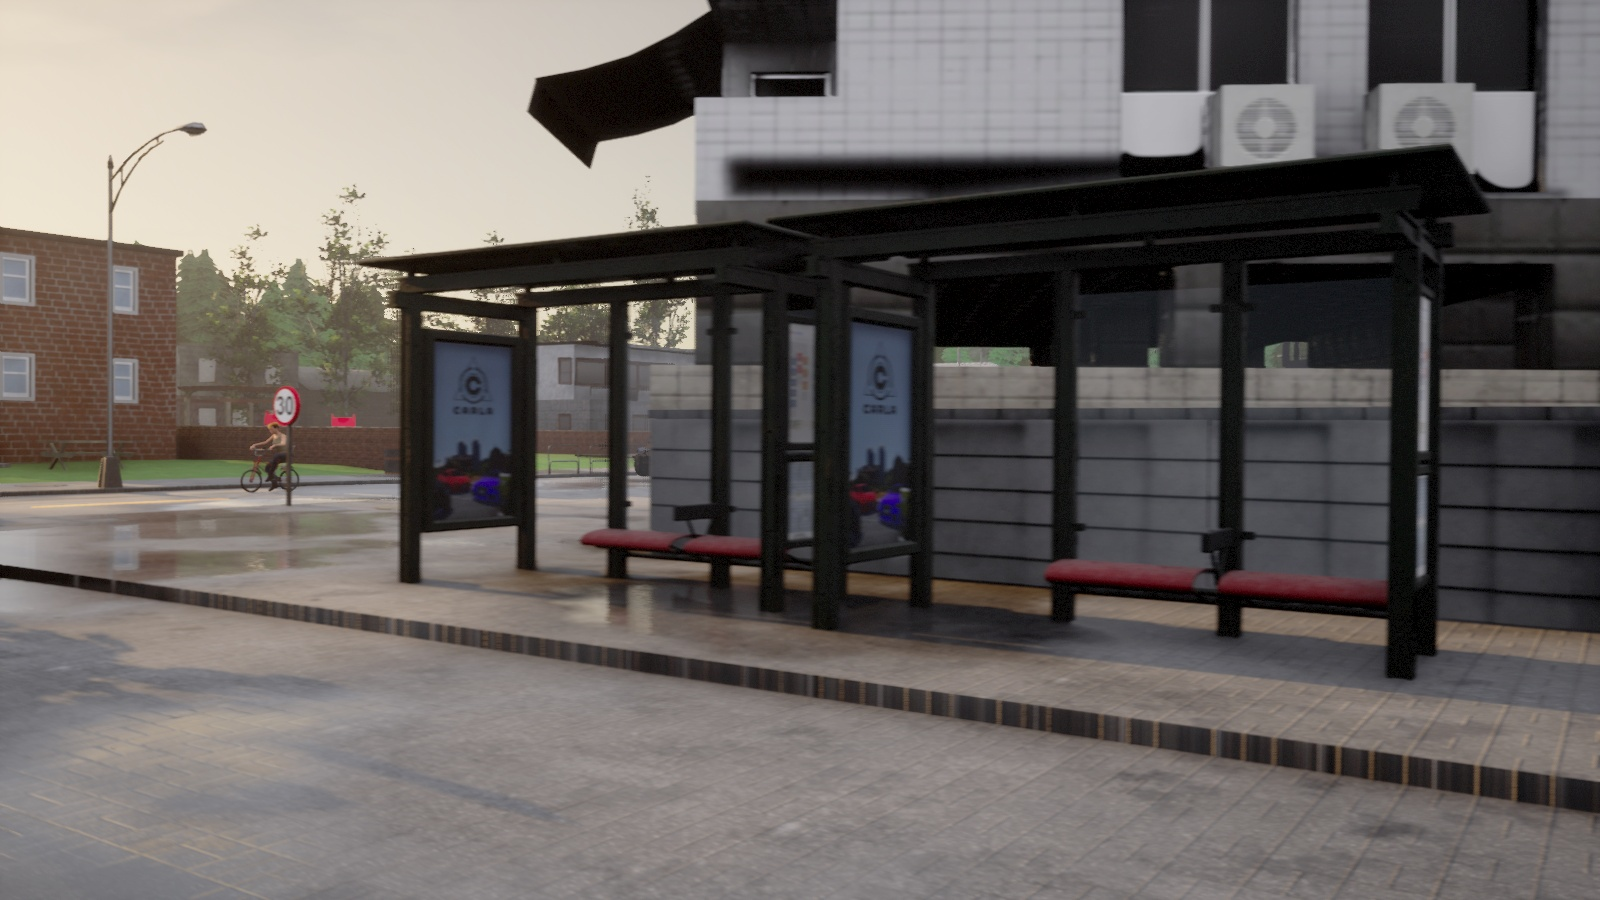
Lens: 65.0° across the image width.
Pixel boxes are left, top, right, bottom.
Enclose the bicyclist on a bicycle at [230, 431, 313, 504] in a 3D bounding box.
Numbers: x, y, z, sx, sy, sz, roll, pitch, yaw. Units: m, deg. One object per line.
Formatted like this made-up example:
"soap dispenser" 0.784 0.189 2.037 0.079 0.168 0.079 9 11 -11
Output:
"bicyclist on a bicycle" -12.123 0.384 28.828 0.866 1.612 1.509 0 1 34
